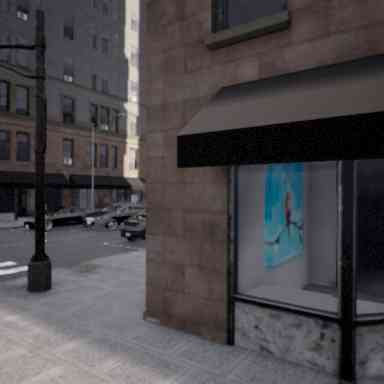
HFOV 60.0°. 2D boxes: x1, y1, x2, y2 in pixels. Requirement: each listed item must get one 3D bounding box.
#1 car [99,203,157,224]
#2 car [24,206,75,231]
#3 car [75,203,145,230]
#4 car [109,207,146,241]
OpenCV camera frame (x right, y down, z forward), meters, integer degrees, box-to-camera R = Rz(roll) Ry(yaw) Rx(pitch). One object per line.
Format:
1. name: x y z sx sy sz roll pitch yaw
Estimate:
1. car: -4.698 1.572 25.073 1.802 1.307 4.206 0 0 35
2. car: -7.983 1.553 20.437 1.947 1.339 4.313 0 0 35
3. car: -4.475 1.489 21.000 2.128 1.511 4.902 0 0 35
4. car: -1.434 1.567 15.798 2.008 1.369 4.403 0 0 35
